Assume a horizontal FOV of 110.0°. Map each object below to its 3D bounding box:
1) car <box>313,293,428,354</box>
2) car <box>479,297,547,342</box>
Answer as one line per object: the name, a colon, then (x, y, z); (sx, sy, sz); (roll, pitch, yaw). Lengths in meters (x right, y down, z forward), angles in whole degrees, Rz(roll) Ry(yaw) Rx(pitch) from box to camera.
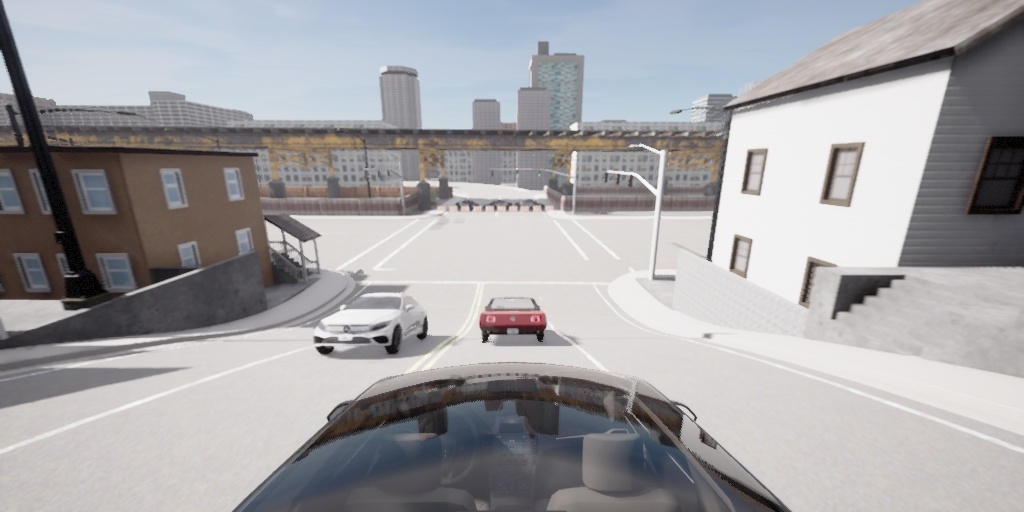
car: (-3.614, 1.760, 10.105); (1.812, 1.442, 4.674); (0, -6, 0)
car: (0.012, 2.026, 11.932); (1.895, 1.301, 4.718); (0, -7, 0)
